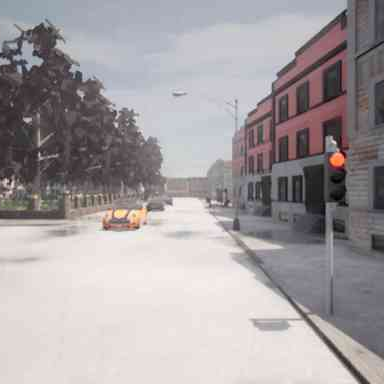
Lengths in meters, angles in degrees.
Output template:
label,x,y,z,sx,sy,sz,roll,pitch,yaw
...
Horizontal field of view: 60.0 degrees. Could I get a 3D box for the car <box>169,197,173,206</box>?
label,x,y,z,sx,sy,sz,roll,pitch,yaw
car,-4.096,1.458,54.118,1.882,1.535,5.008,0,0,0

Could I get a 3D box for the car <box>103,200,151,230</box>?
label,x,y,z,sx,sy,sz,roll,pitch,yaw
car,-4.103,1.343,20.929,2.097,1.767,4.553,0,0,0

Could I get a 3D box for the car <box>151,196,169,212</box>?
label,x,y,z,sx,sy,sz,roll,pitch,yaw
car,-4.102,1.491,38.896,1.837,1.490,4.892,0,0,0
